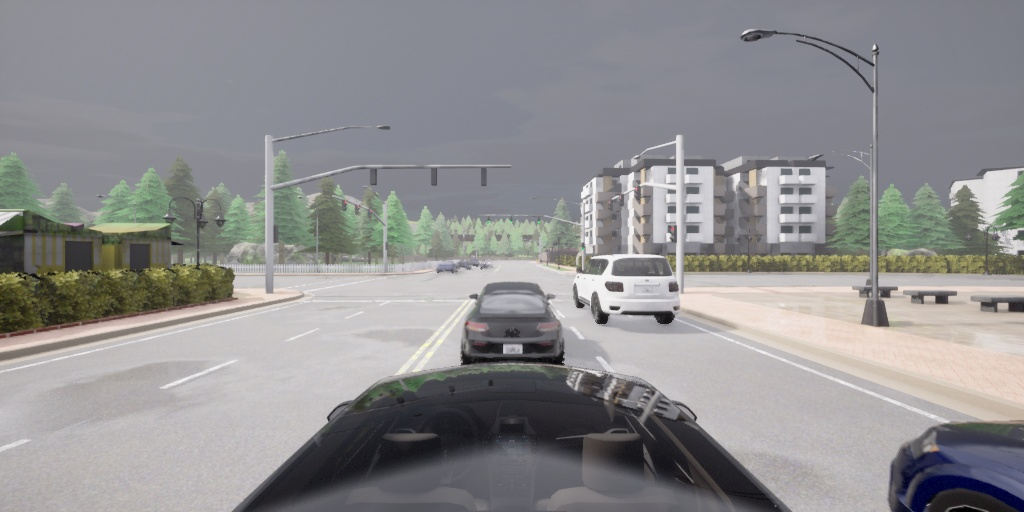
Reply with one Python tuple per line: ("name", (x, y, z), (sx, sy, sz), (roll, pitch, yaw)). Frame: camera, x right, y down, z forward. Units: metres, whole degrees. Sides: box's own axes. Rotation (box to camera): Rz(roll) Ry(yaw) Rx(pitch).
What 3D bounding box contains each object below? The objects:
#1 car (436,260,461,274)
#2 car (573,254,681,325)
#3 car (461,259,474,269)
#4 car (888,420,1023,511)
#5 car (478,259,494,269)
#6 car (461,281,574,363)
("car", (-7.420, 1.276, 41.172), (1.812, 1.442, 4.674), (0, 0, 0))
("car", (3.493, 0.972, 11.959), (2.150, 2.045, 5.566), (0, 0, 0))
("car", (-7.436, 1.313, 54.551), (1.994, 1.385, 4.181), (0, 0, 0))
("car", (3.616, 1.314, 0.697), (1.994, 1.385, 4.181), (0, 0, -1))
("car", (-4.048, 1.276, 57.790), (1.812, 1.442, 4.674), (0, 0, -1))
("car", (0.011, 1.276, 7.864), (1.812, 1.442, 4.674), (0, 0, 0))
